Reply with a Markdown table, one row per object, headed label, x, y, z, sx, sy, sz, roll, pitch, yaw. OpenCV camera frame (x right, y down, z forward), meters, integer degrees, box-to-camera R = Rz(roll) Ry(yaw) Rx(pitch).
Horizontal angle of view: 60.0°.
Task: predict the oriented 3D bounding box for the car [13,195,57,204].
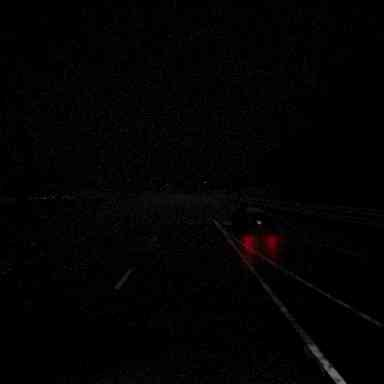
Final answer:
| label | x | y | z | sx | sy | sz | roll | pitch | yaw |
| --- | --- | --- | --- | --- | --- | --- | --- | --- | --- |
| car | -17.590 | 1.465 | 37.645 | 2.128 | 1.511 | 4.902 | 0 | 0 | 0 |

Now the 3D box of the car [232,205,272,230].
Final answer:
| label | x | y | z | sx | sy | sz | roll | pitch | yaw |
| --- | --- | --- | --- | --- | --- | --- | --- | --- | --- |
| car | 3.654 | 1.511 | 20.742 | 1.812 | 1.442 | 4.674 | 0 | 0 | -2 |

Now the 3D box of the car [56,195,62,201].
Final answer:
| label | x | y | z | sx | sy | sz | roll | pitch | yaw |
| --- | --- | --- | --- | --- | --- | --- | --- | --- | --- |
| car | -24.506 | 1.562 | 56.955 | 1.895 | 1.301 | 4.718 | 0 | 0 | 0 |

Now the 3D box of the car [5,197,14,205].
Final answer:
| label | x | y | z | sx | sy | sz | roll | pitch | yaw |
| --- | --- | --- | --- | --- | --- | --- | --- | --- | --- |
| car | -28.045 | 1.526 | 53.254 | 1.994 | 1.385 | 4.181 | 0 | 0 | 1 |

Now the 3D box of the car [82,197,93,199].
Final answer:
| label | x | y | z | sx | sy | sz | roll | pitch | yaw |
| --- | --- | --- | --- | --- | --- | --- | --- | --- | --- |
| car | -17.547 | 1.562 | 55.548 | 1.895 | 1.301 | 4.718 | 0 | 0 | 1 |
